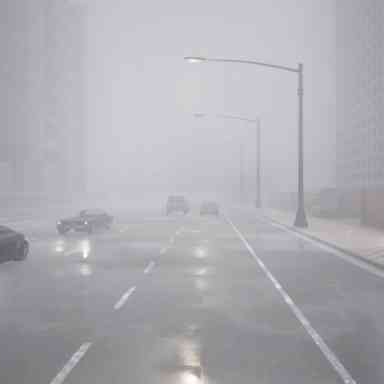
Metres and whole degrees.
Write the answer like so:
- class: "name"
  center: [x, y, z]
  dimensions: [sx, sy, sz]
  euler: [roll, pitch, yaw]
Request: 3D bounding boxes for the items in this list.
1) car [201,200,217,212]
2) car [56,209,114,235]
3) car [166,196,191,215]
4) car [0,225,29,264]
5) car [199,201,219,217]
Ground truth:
- class: "car"
  center: [2.292, 1.835, 44.413]
  dimensions: [1.994, 1.385, 4.181]
  euler: [0, 0, 3]
- class: "car"
  center: [-6.172, 1.717, 19.657]
  dimensions: [1.895, 1.301, 4.718]
  euler: [0, 0, 3]
- class: "car"
  center: [-1.599, 1.447, 37.362]
  dimensions: [2.150, 2.045, 5.566]
  euler: [0, 0, 3]
- class: "car"
  center: [-6.678, 1.620, 9.784]
  dimensions: [1.994, 1.385, 4.181]
  euler: [0, 0, 3]
- class: "car"
  center: [1.766, 1.699, 34.065]
  dimensions: [2.128, 1.511, 4.902]
  euler: [0, 0, 3]
